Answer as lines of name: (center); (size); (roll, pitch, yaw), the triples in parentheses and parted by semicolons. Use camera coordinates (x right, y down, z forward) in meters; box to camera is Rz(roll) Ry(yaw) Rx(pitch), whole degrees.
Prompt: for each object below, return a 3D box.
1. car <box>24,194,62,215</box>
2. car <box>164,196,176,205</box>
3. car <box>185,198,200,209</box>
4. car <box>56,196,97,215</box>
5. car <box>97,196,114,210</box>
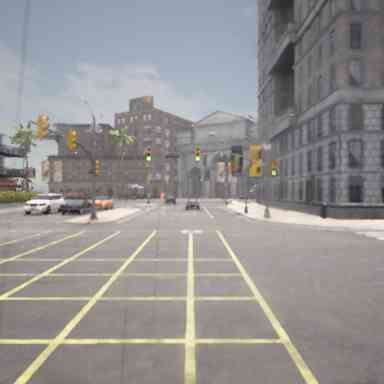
car: (-15.021, 1.191, 34.228); (2.150, 2.045, 5.566); (0, 0, 0)
car: (-3.916, 1.453, 59.782); (1.837, 1.490, 4.892); (0, 0, -8)
car: (0.092, 1.509, 43.535); (2.033, 1.411, 5.357); (0, 0, 0)
car: (-11.531, 1.448, 33.704); (1.882, 1.535, 5.008); (0, 0, 1)
car: (-11.538, 1.314, 42.840); (2.097, 1.767, 4.553); (0, 0, 0)
